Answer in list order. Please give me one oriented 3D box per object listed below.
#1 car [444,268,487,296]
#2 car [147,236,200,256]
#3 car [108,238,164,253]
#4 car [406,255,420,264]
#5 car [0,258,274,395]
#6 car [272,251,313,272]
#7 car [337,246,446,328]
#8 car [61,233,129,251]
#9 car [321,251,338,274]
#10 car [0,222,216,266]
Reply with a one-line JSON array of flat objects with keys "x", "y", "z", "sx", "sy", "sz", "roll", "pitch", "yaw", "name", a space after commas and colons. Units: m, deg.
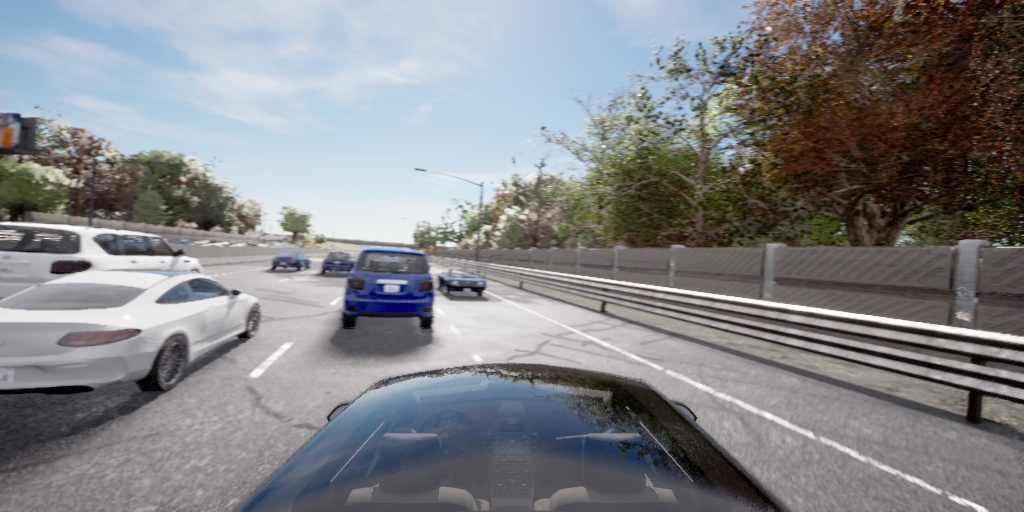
[{"x": -2.775, "y": 1.272, "z": 18.858, "sx": 1.895, "sy": 1.301, "sz": 4.718, "roll": 4, "pitch": 0, "yaw": -19, "name": "car"}, {"x": -34.629, "y": -1.025, "z": 36.859, "sx": 2.097, "sy": 1.767, "sz": 4.553, "roll": 4, "pitch": 0, "yaw": -18, "name": "car"}, {"x": -38.261, "y": -1.024, "z": 36.674, "sx": 1.895, "sy": 1.301, "sz": 4.718, "roll": 4, "pitch": 0, "yaw": -18, "name": "car"}, {"x": -16.945, "y": 0.608, "z": 61.197, "sx": 1.895, "sy": 1.301, "sz": 4.718, "roll": 4, "pitch": 0, "yaw": -19, "name": "car"}, {"x": -5.574, "y": 0.919, "z": 5.541, "sx": 1.812, "sy": 1.442, "sz": 4.674, "roll": 4, "pitch": 0, "yaw": -19, "name": "car"}, {"x": -16.329, "y": 0.326, "z": 26.679, "sx": 1.812, "sy": 1.442, "sz": 4.674, "roll": 4, "pitch": 0, "yaw": -19, "name": "car"}, {"x": -3.587, "y": 0.783, "z": 10.637, "sx": 2.150, "sy": 2.045, "sz": 5.566, "roll": 4, "pitch": 0, "yaw": -19, "name": "car"}, {"x": -41.735, "y": -1.375, "z": 36.090, "sx": 2.128, "sy": 1.511, "sz": 4.902, "roll": 4, "pitch": 0, "yaw": -18, "name": "car"}, {"x": -12.563, "y": 0.407, "z": 26.462, "sx": 2.097, "sy": 1.767, "sz": 4.553, "roll": 4, "pitch": 0, "yaw": -19, "name": "car"}, {"x": -10.527, "y": 0.301, "z": 9.395, "sx": 2.150, "sy": 2.045, "sz": 5.566, "roll": 4, "pitch": 0, "yaw": -19, "name": "car"}]
